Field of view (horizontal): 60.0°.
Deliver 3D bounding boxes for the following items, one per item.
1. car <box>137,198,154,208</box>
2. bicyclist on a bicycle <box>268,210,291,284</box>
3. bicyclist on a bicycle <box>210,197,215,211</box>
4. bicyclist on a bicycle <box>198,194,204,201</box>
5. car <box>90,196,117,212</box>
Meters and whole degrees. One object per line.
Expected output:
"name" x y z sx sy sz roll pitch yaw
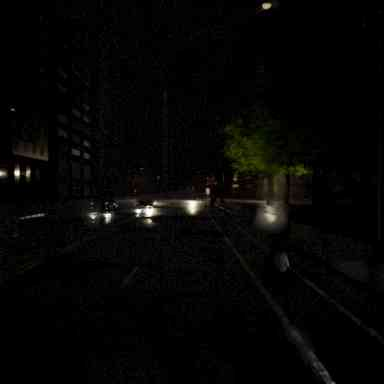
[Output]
"car" -6.596 1.496 46.971 1.895 1.301 4.718 0 0 0
"bicyclist on a bicycle" 2.234 1.348 8.637 0.659 1.776 1.843 0 0 0
"bicyclist on a bicycle" 2.315 1.361 37.085 0.582 1.620 1.656 0 0 -1
"bicyclist on a bicycle" 2.324 1.275 74.767 0.659 1.776 1.843 1 1 -1
"car" -9.855 1.259 37.328 2.097 1.767 4.553 0 0 0
